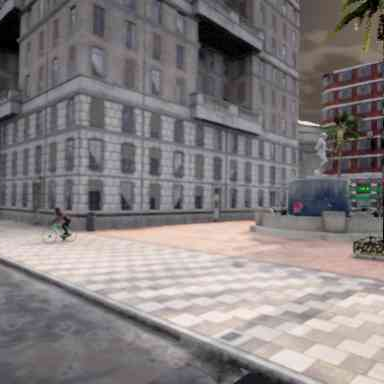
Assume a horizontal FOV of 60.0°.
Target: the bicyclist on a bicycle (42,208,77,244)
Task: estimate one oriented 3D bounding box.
[{"bbox_3d":[-6.085,1.545,15.386,0.582,1.620,1.656,0,-1,44],"label":"bicyclist on a bicycle"}]
